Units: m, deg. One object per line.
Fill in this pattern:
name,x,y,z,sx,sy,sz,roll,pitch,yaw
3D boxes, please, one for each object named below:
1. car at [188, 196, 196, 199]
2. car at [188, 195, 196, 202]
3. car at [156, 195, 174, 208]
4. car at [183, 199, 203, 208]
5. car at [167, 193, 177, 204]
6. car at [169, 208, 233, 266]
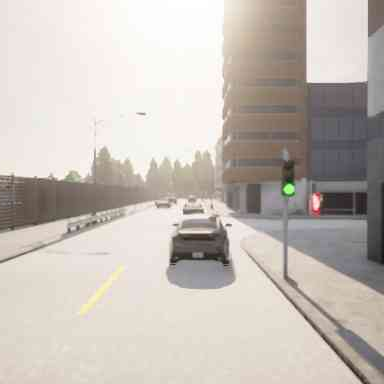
car,0.008,1.587,69.516,1.837,1.490,4.892,0,0,0
car,0.010,1.575,79.933,1.812,1.442,4.674,0,0,0
car,-4.072,1.589,48.327,1.812,1.442,4.674,0,0,0
car,0.098,1.641,31.403,1.895,1.301,4.718,0,0,0
car,-4.009,1.299,63.743,2.150,2.045,5.566,0,0,1
car,0.344,1.520,11.694,1.837,1.490,4.892,0,0,4
